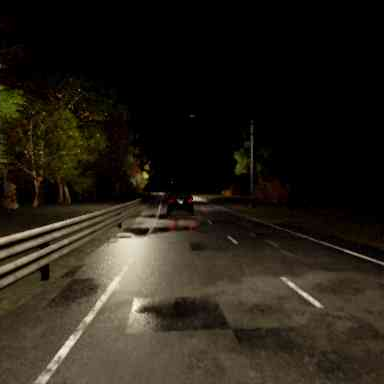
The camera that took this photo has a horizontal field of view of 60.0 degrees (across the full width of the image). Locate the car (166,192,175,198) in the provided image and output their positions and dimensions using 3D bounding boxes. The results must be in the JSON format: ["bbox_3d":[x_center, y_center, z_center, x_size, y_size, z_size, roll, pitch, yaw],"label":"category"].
[{"bbox_3d":[-5.117,0.668,77.406,1.994,1.385,4.181,0,1,-5],"label":"car"}]

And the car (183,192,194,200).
[{"bbox_3d":[-0.784,0.779,67.316,1.994,1.385,4.181,0,1,-5],"label":"car"}]

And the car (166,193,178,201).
[{"bbox_3d":[-3.549,0.874,59.379,2.033,1.411,5.357,0,1,-5],"label":"car"}]

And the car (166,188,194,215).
[{"bbox_3d":[-1.098,0.895,29.190,2.150,2.045,5.566,0,1,-5],"label":"car"}]

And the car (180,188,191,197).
[{"bbox_3d":[-1.600,0.165,77.314,2.150,2.045,5.566,0,1,-5],"label":"car"}]
